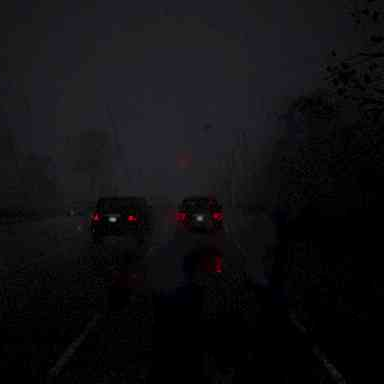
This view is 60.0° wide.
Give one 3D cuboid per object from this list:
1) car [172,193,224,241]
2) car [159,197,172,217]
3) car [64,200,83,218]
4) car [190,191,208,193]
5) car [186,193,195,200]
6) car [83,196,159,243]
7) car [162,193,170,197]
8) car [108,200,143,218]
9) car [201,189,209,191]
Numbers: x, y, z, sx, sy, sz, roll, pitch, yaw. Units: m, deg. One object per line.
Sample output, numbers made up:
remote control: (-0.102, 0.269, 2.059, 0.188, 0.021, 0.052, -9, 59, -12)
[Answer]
car: (0.404, 1.225, 16.989, 2.150, 2.045, 5.566, 0, 0, 2)
car: (-2.618, 1.492, 30.947, 2.128, 1.511, 4.902, 0, 0, 2)
car: (-9.819, 1.490, 30.041, 2.128, 1.511, 4.902, 0, 0, 3)
car: (0.909, 1.224, 31.421, 2.150, 2.045, 5.566, 0, 0, 2)
car: (-0.361, 1.122, 85.424, 2.033, 1.411, 5.357, 0, 3, 3)
car: (-3.128, 1.217, 16.073, 2.150, 2.045, 5.566, 0, -1, 1)
car: (-7.127, 1.033, 90.931, 1.895, 1.301, 4.718, 0, 3, 3)
car: (-6.223, 1.546, 31.921, 2.033, 1.411, 5.357, 0, 0, 3)
car: (3.134, 0.941, 85.231, 2.097, 1.767, 4.553, 0, 3, 3)
